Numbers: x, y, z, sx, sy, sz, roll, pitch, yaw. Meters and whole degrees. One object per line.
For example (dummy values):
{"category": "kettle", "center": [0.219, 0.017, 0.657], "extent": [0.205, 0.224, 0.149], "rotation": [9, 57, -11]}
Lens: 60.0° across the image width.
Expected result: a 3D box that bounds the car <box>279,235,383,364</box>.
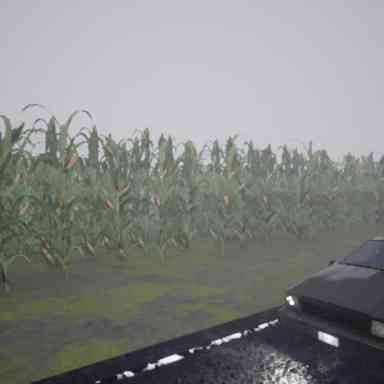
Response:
{"category": "car", "center": [3.933, 1.494, 5.856], "extent": [5.357, 1.411, 2.033], "rotation": [-1, 0, -35]}
